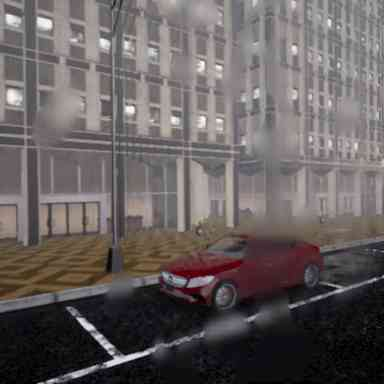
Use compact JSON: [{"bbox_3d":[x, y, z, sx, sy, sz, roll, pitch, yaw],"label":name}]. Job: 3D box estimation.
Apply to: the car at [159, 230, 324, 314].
[{"bbox_3d":[1.285,1.561,7.488,4.206,1.307,1.802,0,0,-36],"label":"car"}]
